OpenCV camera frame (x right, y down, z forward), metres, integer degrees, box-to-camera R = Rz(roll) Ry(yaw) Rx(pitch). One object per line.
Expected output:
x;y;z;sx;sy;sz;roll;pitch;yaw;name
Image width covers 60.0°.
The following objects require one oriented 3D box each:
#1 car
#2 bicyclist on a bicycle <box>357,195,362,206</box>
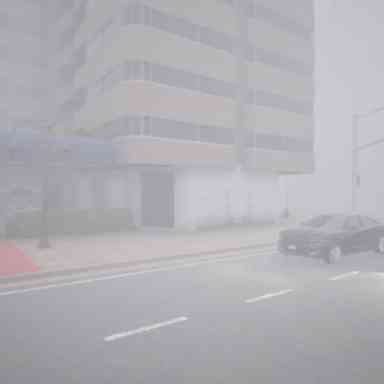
5.214;1.484;11.984;5.008;1.535;1.882;0;0;-35;car
25.099;1.331;49.932;1.656;1.620;0.582;0;0;-36;bicyclist on a bicycle
